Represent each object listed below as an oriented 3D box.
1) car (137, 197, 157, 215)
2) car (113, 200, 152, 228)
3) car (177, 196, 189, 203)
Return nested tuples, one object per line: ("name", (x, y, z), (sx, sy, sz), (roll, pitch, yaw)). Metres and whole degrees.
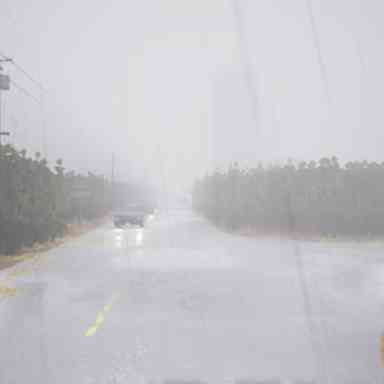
("car", (-4.923, 1.330, 33.958), (2.097, 1.767, 4.553), (0, 0, -5))
("car", (-4.051, 1.533, 22.644), (2.033, 1.411, 5.357), (0, 0, -4))
("car", (-1.722, 1.484, 65.990), (1.812, 1.442, 4.674), (0, 0, 4))
